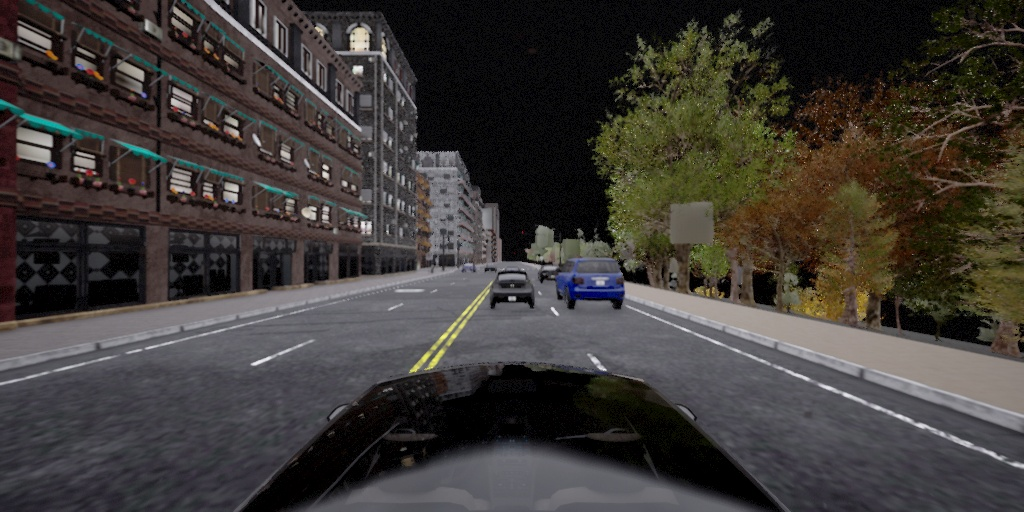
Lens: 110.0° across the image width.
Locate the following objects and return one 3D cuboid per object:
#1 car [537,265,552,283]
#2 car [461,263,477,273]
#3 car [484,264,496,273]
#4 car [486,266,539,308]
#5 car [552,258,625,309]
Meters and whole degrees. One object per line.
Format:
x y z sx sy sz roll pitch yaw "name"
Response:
3.274 1.518 31.324 1.882 1.535 5.008 0 0 0 "car"
-6.473 1.801 54.196 1.812 1.442 4.674 0 -1 0 "car"
-3.221 1.877 54.468 1.895 1.301 4.718 0 -1 0 "car"
0.014 1.398 16.149 1.837 1.490 4.892 0 0 0 "car"
3.260 1.104 15.867 2.150 2.045 5.566 0 0 0 "car"
